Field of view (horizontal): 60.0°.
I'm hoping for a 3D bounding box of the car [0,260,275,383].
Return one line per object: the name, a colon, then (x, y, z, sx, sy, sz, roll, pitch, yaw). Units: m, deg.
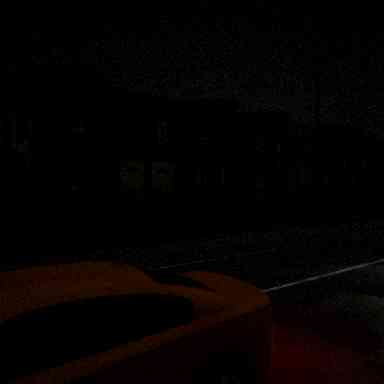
car: (-1.428, 1.475, 2.953, 5.008, 1.535, 1.882, 0, 0, -35)
